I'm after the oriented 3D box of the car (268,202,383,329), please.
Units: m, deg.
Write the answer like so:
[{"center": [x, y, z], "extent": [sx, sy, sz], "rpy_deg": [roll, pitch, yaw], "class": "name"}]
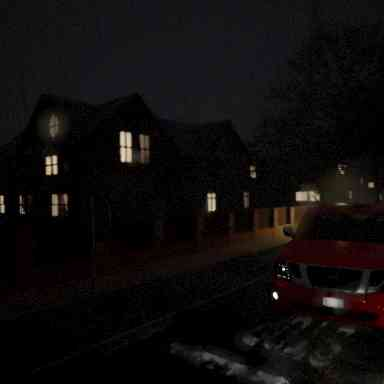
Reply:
[{"center": [3.449, 1.293, 7.353], "extent": [2.150, 2.045, 5.566], "rpy_deg": [-1, -1, 30], "class": "car"}]
